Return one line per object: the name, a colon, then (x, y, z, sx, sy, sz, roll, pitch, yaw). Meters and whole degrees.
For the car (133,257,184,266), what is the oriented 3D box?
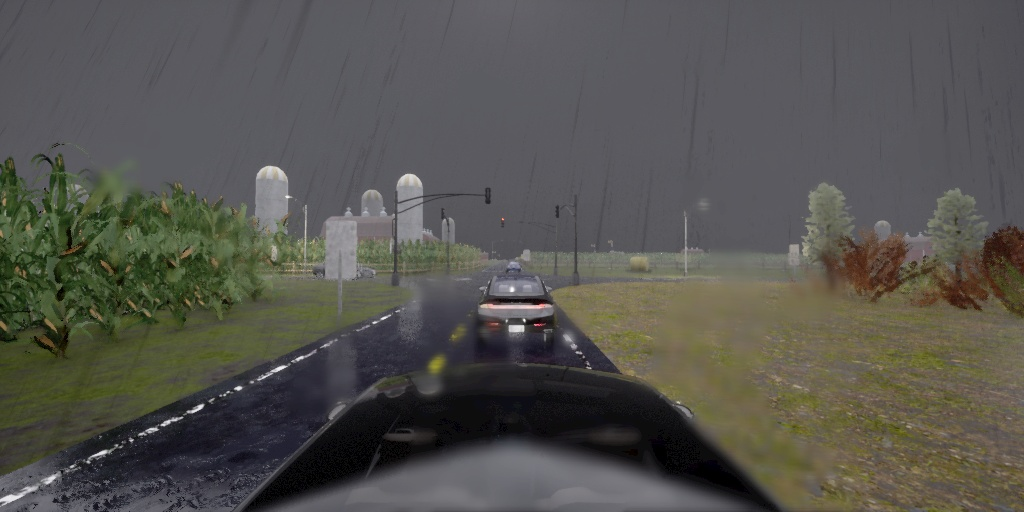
car: (-28.016, 0.725, 28.338, 5.566, 2.045, 2.150, 0, -1, -3)

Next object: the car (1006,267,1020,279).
car: (48.666, 1.720, 33.478, 4.674, 1.442, 1.812, 1, -1, -5)

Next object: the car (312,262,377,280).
car: (-13.268, 1.101, 28.518, 4.902, 1.511, 2.128, 0, -1, 6)

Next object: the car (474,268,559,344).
car: (0.101, 1.245, 9.623, 2.128, 1.511, 4.902, 0, 0, 0)

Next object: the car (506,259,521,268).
car: (0.219, 1.336, 46.911, 2.033, 1.411, 5.357, 0, 0, 0)
